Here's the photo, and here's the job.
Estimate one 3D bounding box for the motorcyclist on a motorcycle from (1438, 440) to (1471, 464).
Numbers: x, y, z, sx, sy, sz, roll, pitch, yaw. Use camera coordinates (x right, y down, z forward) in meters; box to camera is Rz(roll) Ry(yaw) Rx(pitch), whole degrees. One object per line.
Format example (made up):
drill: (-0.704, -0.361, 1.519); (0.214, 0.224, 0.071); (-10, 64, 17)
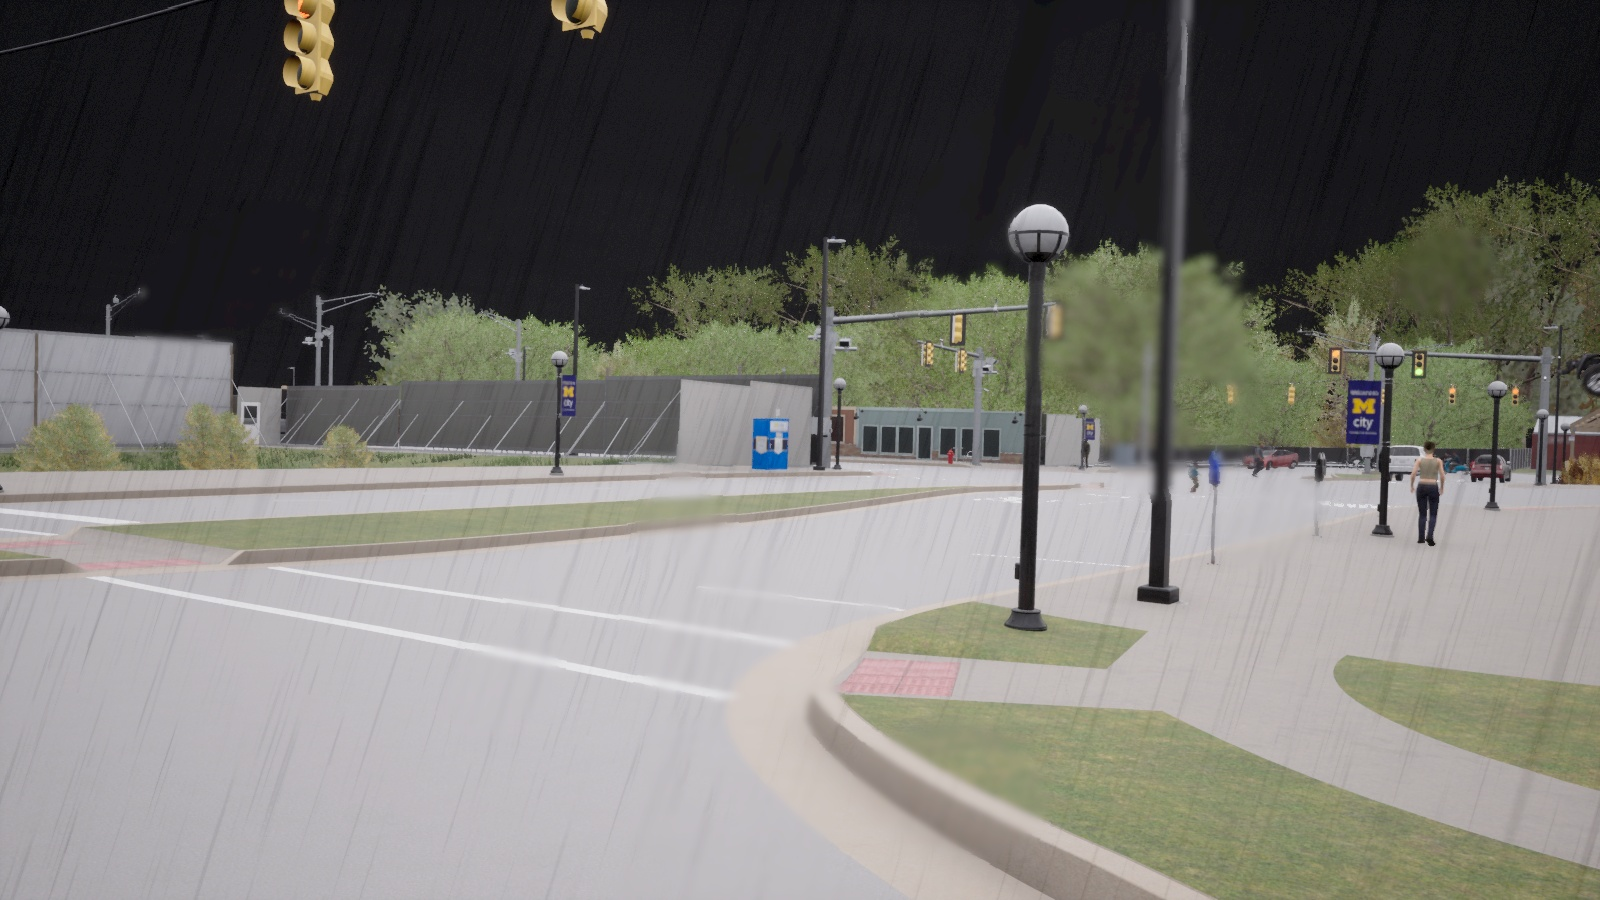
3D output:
motorcyclist on a motorcycle: (44.027, 0.155, 84.485); (1.817, 1.590, 0.866); (0, 0, 35)

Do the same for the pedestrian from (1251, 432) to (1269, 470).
pedestrian: (23.193, 0.040, 63.322); (0.694, 1.848, 0.540); (2, 2, 40)

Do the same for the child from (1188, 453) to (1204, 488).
child: (14.132, 0.728, 44.848); (0.448, 1.192, 0.343); (2, 2, 36)

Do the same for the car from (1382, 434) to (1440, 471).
car: (35.007, 0.158, 71.876); (2.150, 2.045, 5.566); (0, 0, 35)

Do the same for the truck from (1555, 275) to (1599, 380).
truck: (30.147, -4.366, 42.228); (7.936, 3.462, 2.891); (-3, 2, 32)

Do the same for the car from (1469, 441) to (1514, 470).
car: (40.738, 0.294, 73.917); (1.851, 1.617, 3.988); (0, 1, 36)

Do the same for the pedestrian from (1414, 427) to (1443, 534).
pedestrian: (11.019, 0.526, 22.010); (0.345, 1.836, 0.594); (2, 2, 34)
